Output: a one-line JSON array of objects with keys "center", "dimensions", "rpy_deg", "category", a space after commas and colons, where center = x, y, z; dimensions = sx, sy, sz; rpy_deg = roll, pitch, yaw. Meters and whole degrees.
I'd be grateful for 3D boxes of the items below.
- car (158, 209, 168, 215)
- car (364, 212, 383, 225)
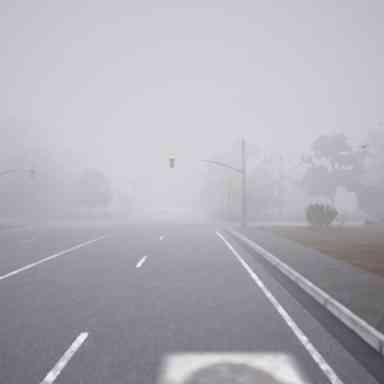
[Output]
[{"center": [-6.979, 4.926, 80.843], "dimensions": [1.994, 1.385, 4.181], "rpy_deg": [0, -1, 0], "category": "car"}, {"center": [19.443, 2.669, 33.029], "dimensions": [4.181, 1.385, 1.994], "rpy_deg": [0, -4, -3], "category": "car"}]
